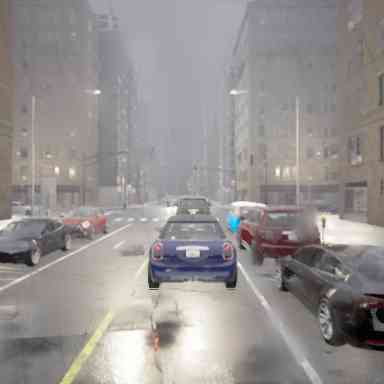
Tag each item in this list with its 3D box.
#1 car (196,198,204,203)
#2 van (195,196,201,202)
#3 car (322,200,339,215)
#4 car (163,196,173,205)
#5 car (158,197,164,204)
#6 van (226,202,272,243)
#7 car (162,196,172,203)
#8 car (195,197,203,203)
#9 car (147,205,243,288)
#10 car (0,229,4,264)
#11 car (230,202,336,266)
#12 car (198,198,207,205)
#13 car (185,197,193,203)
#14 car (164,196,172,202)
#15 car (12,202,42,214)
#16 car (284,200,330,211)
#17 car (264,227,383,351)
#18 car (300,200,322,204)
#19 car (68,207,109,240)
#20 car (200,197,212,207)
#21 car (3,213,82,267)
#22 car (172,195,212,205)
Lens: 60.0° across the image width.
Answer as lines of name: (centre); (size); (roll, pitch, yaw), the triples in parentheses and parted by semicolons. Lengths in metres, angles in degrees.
car: (2.000, 2.099, 83.777); (1.802, 1.307, 4.206); (0, 0, -1)
van: (1.740, 1.960, 95.086); (1.690, 1.788, 3.998); (0, -1, -1)
car: (16.321, 1.694, 34.225); (4.674, 1.442, 1.812); (0, 0, 0)
car: (-3.311, 1.829, 57.122); (2.128, 1.511, 4.902); (0, 0, -1)
car: (-6.264, 1.877, 72.289); (1.967, 1.590, 4.097); (0, 0, -1)
van: (2.843, 1.437, 17.280); (1.690, 1.788, 3.998); (0, 0, 0)
car: (-6.653, 1.881, 89.250); (2.192, 1.841, 5.009); (0, 0, -1)
car: (1.870, 2.111, 89.430); (1.887, 1.381, 4.507); (0, -1, -1)
car: (0.007, 1.405, 9.528); (2.097, 1.767, 4.553); (0, 0, 0)
car: (-5.673, 1.617, 6.216); (1.802, 1.307, 4.206); (0, 0, 0)
car: (2.848, 1.380, 11.757); (2.192, 1.841, 5.009); (0, 0, 0)
car: (2.259, 2.019, 72.475); (1.802, 1.307, 4.206); (0, 0, -1)
car: (-0.917, 2.090, 86.409); (1.994, 1.385, 4.181); (0, -1, -1)
car: (-6.783, 1.933, 94.906); (2.192, 1.841, 5.009); (0, -1, -1)
car: (-17.796, 1.727, 33.942); (4.674, 1.442, 1.812); (0, 0, -2)
car: (15.144, 1.782, 44.098); (5.357, 1.411, 2.033); (0, 0, 0)
car: (2.853, 1.601, 6.232); (1.947, 1.339, 4.313); (0, 0, 0)
car: (15.003, 1.705, 40.847); (4.902, 1.511, 2.128); (0, 0, 0)
car: (-5.683, 1.536, 17.267); (1.967, 1.590, 4.097); (0, 0, 0)
car: (2.517, 1.803, 61.169); (1.967, 1.590, 4.097); (0, 0, -1)
car: (-5.678, 1.632, 11.741); (1.947, 1.339, 4.313); (0, 0, 0)
car: (0.079, 1.341, 21.951); (2.150, 2.045, 5.566); (0, -1, 0)
